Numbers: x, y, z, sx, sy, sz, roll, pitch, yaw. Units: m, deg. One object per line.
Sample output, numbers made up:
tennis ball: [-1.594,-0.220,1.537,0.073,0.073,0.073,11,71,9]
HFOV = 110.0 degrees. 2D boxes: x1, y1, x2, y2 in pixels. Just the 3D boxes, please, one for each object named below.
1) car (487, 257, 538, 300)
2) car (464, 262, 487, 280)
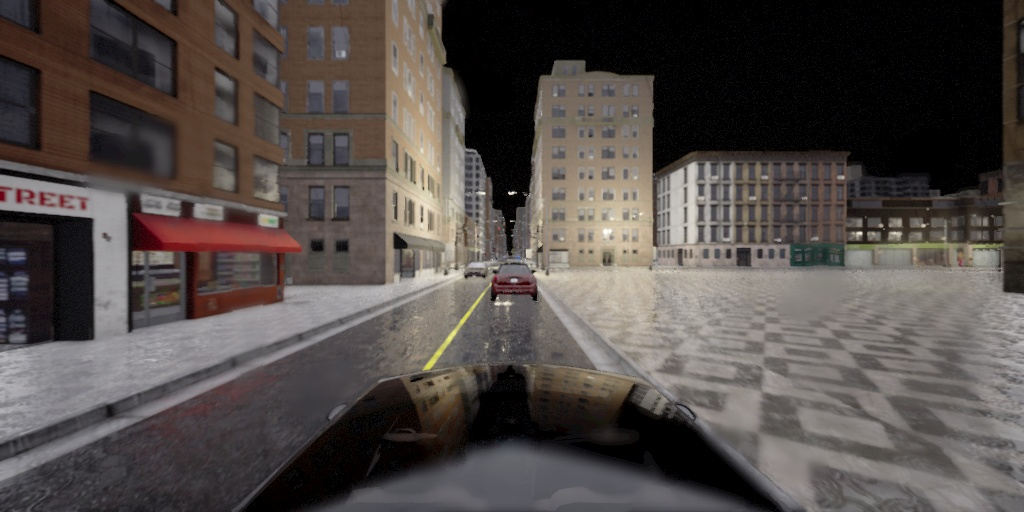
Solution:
car: [0.101,1.083,17.596,2.097,1.767,4.553,0,0,0]
car: [-3.032,1.263,31.603,2.033,1.411,5.357,0,0,1]
